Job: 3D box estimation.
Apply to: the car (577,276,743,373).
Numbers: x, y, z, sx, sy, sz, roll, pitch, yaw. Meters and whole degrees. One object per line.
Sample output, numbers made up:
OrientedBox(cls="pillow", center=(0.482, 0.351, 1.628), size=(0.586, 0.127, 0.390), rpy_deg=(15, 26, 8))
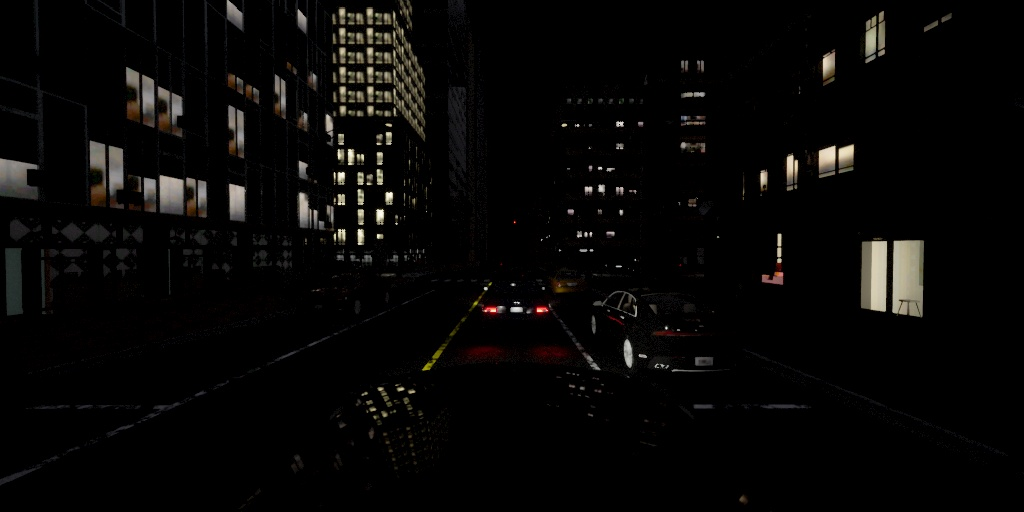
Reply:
OrientedBox(cls="car", center=(2.807, 1.299, 7.407), size=(2.007, 1.370, 4.403), rpy_deg=(0, 0, 0))

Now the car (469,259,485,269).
OrientedBox(cls="car", center=(-5.793, 1.263, 56.466), size=(1.751, 1.417, 4.829), rpy_deg=(0, 0, 0))

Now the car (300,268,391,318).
OrientedBox(cls="car", center=(-5.843, 1.292, 13.094), size=(1.888, 1.381, 4.507), rpy_deg=(0, 0, 0))

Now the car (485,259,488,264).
OrientedBox(cls="car", center=(-5.803, 1.303, 62.290), size=(1.948, 1.339, 4.313), rpy_deg=(0, 0, 0))

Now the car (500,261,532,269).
OrientedBox(cls="car", center=(0.057, 1.249, 21.267), size=(1.837, 1.490, 4.892), rpy_deg=(0, 0, 0))

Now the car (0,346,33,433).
OrientedBox(cls="car", center=(-5.796, 1.300, 1.804), size=(2.007, 1.370, 4.403), rpy_deg=(0, 0, 0))

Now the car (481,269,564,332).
OrientedBox(cls="car", center=(0.085, 1.295, 10.845), size=(2.033, 1.411, 5.357), rpy_deg=(0, 0, 0))

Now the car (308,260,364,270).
OrientedBox(cls="car", center=(-17.646, 1.108, 36.476), size=(5.008, 1.535, 1.882), rpy_deg=(1, 1, -1))

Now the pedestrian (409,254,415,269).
OrientedBox(cls="pedestrian", center=(-12.629, 0.669, 45.140), size=(0.375, 1.860, 0.375), rpy_deg=(0, 0, 1))

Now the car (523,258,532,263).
OrientedBox(cls="car", center=(2.577, 1.288, 62.305), size=(2.007, 1.370, 4.403), rpy_deg=(0, 0, 0))

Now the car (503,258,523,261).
OrientedBox(cls="car", center=(-0.219, 1.091, 48.098), size=(2.097, 1.767, 4.553), rpy_deg=(0, 0, 8))

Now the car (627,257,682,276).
OrientedBox(cls="car", center=(15.565, 1.081, 39.265), size=(5.566, 2.045, 2.150), rpy_deg=(1, 1, 1))

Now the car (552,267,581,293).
OrientedBox(cls="car", center=(2.786, 1.271, 18.866), size=(1.751, 1.417, 4.829), rpy_deg=(0, 0, 0))
